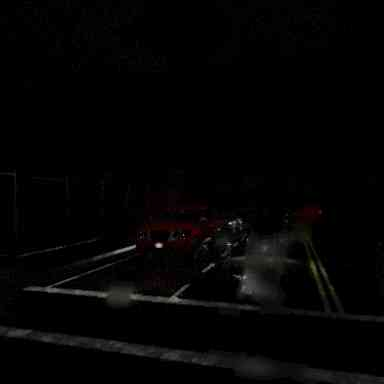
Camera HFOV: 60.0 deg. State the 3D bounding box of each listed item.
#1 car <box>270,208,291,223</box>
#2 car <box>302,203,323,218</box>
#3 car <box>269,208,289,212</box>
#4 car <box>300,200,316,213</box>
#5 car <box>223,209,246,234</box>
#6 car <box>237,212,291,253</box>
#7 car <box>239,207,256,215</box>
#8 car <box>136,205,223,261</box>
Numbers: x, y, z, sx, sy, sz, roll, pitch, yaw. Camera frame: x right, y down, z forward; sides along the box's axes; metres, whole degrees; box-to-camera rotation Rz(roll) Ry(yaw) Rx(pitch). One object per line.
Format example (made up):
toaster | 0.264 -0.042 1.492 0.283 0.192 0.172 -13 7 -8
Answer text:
car | 9.260 2.368 34.610 1.895 1.301 4.718 -1 -1 17
car | 14.643 2.396 40.010 2.033 1.411 5.357 -1 -1 17
car | 6.369 2.090 24.861 1.812 1.442 4.674 -1 -1 16
car | 17.551 2.278 49.976 2.150 2.045 5.566 -1 -1 17
car | 2.385 2.172 23.796 1.895 1.301 4.718 -1 -1 17
car | 3.679 1.924 15.859 2.033 1.411 5.357 -1 -1 17
car | 5.614 2.275 34.640 1.882 1.535 5.008 -1 -1 17
car | -0.393 1.599 14.452 2.150 2.045 5.566 -1 -1 17
